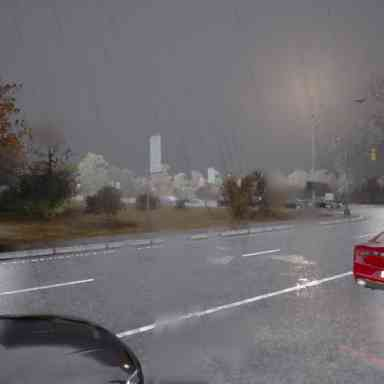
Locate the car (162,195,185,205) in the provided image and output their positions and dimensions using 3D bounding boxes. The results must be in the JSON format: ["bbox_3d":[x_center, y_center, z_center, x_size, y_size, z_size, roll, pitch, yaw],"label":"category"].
[{"bbox_3d":[-3.718,1.323,55.807,1.812,1.442,4.674,-1,0,-38],"label":"car"}]

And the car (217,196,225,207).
[{"bbox_3d":[5.456,1.143,44.308,2.097,1.767,4.553,-1,0,-39],"label":"car"}]

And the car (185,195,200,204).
[{"bbox_3d":[-0.590,1.258,57.494,2.128,1.511,4.902,-1,0,-38],"label":"car"}]

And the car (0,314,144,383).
[{"bbox_3d":[-2.610,1.492,1.867,4.902,1.511,2.128,0,0,-36],"label":"car"}]

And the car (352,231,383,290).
[{"bbox_3d":[5.815,1.445,7.879,5.008,1.535,1.882,0,0,-35],"label":"car"}]

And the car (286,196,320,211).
[{"bbox_3d":[11.153,1.277,37.188,2.128,1.511,4.902,-1,0,-39],"label":"car"}]

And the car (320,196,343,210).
[{"bbox_3d":[14.767,1.247,38.287,2.128,1.511,4.902,-1,0,-39],"label":"car"}]
